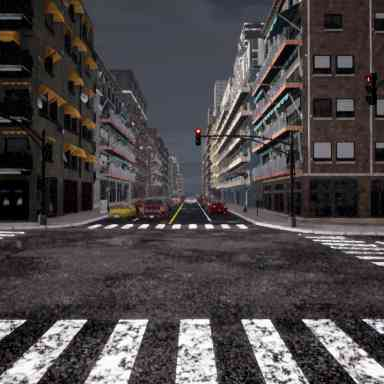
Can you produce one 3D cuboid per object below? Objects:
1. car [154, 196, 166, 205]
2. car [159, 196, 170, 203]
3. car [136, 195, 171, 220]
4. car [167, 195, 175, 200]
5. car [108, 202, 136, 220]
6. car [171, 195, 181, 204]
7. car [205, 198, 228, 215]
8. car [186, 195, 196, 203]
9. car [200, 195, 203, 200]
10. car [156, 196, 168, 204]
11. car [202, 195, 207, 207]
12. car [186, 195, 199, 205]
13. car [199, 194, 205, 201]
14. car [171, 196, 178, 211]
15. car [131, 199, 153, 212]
[{"bbox_3d":[-5.889,1.543,61.013,1.752,1.417,4.829,1,0,0],"label":"car"},{"bbox_3d":[-5.927,1.568,72.230,1.887,1.381,4.507,1,0,0],"label":"car"},{"bbox_3d":[-3.169,1.359,28.126,2.097,1.767,4.553,0,0,-1],"label":"car"},{"bbox_3d":[-6.001,1.587,94.323,2.008,1.369,4.403,1,0,0],"label":"car"},{"bbox_3d":[-5.776,1.532,27.872,1.752,1.417,4.829,1,0,0],"label":"car"},{"bbox_3d":[-3.224,1.370,62.903,2.097,1.767,4.553,0,0,0],"label":"car"},{"bbox_3d":[2.585,1.553,33.579,1.887,1.381,4.507,1,0,0],"label":"car"},{"bbox_3d":[-0.235,1.478,69.837,2.128,1.511,4.902,0,0,0],"label":"car"},{"bbox_3d":[2.528,1.596,50.150,1.802,1.307,4.206,1,0,0],"label":"car"},{"bbox_3d":[-5.908,1.571,66.706,2.008,1.369,4.403,1,0,0],"label":"car"},{"bbox_3d":[2.567,1.450,39.103,1.967,1.590,4.097,1,0,0],"label":"car"},{"bbox_3d":[-0.201,1.618,59.861,1.895,1.301,4.718,0,0,0],"label":"car"},{"bbox_3d":[2.724,1.380,81.893,2.097,1.767,4.553,0,0,0],"label":"car"},{"bbox_3d":[-3.239,1.556,41.138,2.033,1.411,5.357,0,0,0],"label":"car"},{"bbox_3d":[-5.815,1.554,39.089,1.887,1.381,4.507,1,0,0],"label":"car"}]
